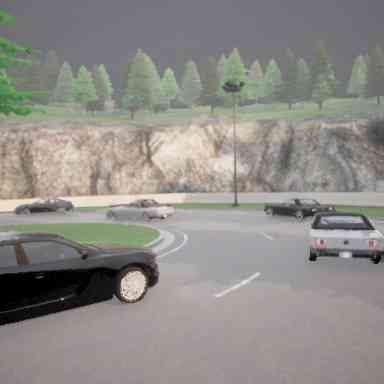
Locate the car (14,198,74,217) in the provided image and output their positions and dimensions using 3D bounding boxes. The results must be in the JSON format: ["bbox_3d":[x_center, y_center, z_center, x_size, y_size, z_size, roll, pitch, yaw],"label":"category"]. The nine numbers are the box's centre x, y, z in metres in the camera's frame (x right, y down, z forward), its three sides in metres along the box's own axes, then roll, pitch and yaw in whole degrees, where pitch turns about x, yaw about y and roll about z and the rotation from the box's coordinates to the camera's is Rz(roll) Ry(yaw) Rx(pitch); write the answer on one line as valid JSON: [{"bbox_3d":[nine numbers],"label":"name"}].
[{"bbox_3d":[-13.195,1.306,29.797,4.902,1.511,2.128,-2,1,-15],"label":"car"}]

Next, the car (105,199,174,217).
[{"bbox_3d":[-3.705,1.293,22.771,4.718,1.301,1.895,-1,1,30],"label":"car"}]

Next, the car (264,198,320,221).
[{"bbox_3d":[6.632,1.049,21.290,1.895,1.301,4.718,-2,1,-23],"label":"car"}]

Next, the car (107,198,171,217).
[{"bbox_3d":[-4.230,1.236,26.727,4.718,1.301,1.895,-1,1,19],"label":"car"}]

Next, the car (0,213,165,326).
[{"bbox_3d":[-2.973,1.449,6.105,5.008,1.535,1.882,-2,1,-38],"label":"car"}]

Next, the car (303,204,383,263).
[{"bbox_3d":[4.700,1.288,10.745,1.895,1.301,4.718,-1,1,18],"label":"car"}]
